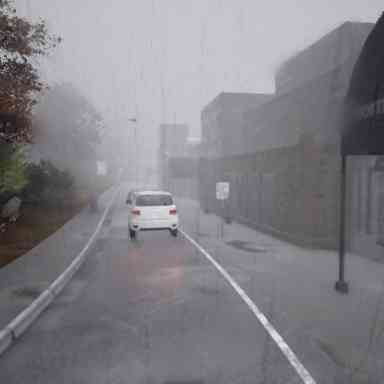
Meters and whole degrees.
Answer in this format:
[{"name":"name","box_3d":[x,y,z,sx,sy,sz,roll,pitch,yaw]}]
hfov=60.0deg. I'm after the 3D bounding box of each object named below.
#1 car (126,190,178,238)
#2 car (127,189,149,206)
[{"name":"car","box_3d":[-2.037,0.945,16.504,2.150,2.045,5.566,-1,2,-11]},{"name":"car","box_3d":[-5.716,0.499,34.591,2.033,1.411,5.357,-1,3,-11]}]
